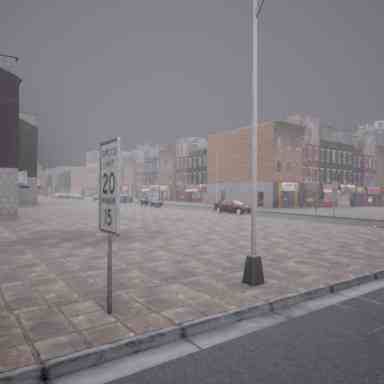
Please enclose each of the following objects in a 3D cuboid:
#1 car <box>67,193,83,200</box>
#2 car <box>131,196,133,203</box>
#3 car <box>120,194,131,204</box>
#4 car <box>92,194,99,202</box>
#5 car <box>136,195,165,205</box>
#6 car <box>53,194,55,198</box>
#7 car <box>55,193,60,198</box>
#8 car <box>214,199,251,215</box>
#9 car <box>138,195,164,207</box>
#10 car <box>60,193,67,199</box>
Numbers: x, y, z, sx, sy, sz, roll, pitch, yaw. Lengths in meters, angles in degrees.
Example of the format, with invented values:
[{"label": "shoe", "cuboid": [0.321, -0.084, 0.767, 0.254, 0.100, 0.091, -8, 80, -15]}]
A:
[{"label": "car", "cuboid": [-24.647, 0.965, 71.279, 2.008, 1.369, 4.403, 1, 0, -35]}, {"label": "car", "cuboid": [-11.904, 1.073, 57.854, 1.837, 1.490, 4.892, 1, 0, -35]}, {"label": "car", "cuboid": [-12.089, 1.047, 52.903, 1.882, 1.535, 5.008, 1, 0, -35]}, {"label": "car", "cuboid": [-16.142, 1.019, 58.611, 1.837, 1.490, 4.892, 1, 0, -35]}, {"label": "car", "cuboid": [-6.244, 1.195, 49.951, 2.033, 1.411, 5.357, 1, 0, -35]}, {"label": "car", "cuboid": [-34.080, 0.843, 84.586, 1.752, 1.417, 4.829, 1, 0, -35]}, {"label": "car", "cuboid": [-31.002, 0.892, 80.243, 1.887, 1.381, 4.507, 1, 0, -35]}, {"label": "car", "cuboid": [3.947, 1.367, 30.943, 1.887, 1.381, 4.507, 1, 0, -35]}, {"label": "car", "cuboid": [-5.584, 1.230, 44.388, 1.947, 1.339, 4.313, 1, 0, -35]}, {"label": "car", "cuboid": [-27.824, 0.924, 75.761, 1.887, 1.381, 4.507, 1, 0, -35]}]
